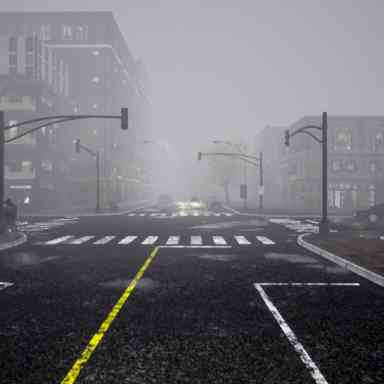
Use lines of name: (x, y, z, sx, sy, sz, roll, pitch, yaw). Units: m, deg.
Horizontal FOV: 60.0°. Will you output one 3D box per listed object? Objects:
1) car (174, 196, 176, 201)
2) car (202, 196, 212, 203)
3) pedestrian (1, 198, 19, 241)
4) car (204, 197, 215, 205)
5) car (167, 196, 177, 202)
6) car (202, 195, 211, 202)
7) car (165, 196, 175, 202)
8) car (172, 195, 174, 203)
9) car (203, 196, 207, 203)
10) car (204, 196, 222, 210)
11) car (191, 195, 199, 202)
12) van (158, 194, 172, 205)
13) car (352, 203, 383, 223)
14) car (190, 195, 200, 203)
car: (-5.096, 1.397, 72.195, 2.192, 1.841, 5.009, 0, 0, 0)
car: (3.285, 1.633, 72.123, 2.008, 1.369, 4.403, 0, 0, 0)
pedestrian: (-7.787, 1.141, 14.187, 0.375, 1.860, 0.375, 0, 0, 0)
car: (3.190, 1.640, 60.731, 1.802, 1.307, 4.206, 0, 0, 0)
car: (-5.002, 1.663, 83.587, 2.008, 1.369, 4.403, 0, 0, 0)
car: (3.331, 1.537, 77.820, 1.967, 1.590, 4.097, 0, 0, 0)
car: (-5.049, 1.662, 77.891, 1.947, 1.339, 4.313, 0, 0, 0)
car: (-5.143, 1.651, 66.498, 1.802, 1.307, 4.206, 0, 0, 0)
car: (3.097, 1.479, 49.337, 1.967, 1.590, 4.097, 0, 0, 0)
car: (3.049, 1.580, 43.640, 2.008, 1.369, 4.403, 0, 0, 0)
car: (0.668, 1.541, 80.851, 1.812, 1.442, 4.674, 0, 0, 0)
van: (-5.190, 1.399, 60.801, 1.690, 1.788, 3.998, 0, 0, 0)
car: (15.030, 1.578, 25.860, 4.892, 1.490, 1.837, 0, 0, -2)
car: (0.582, 1.547, 70.434, 1.882, 1.535, 5.008, 0, 0, 0)
